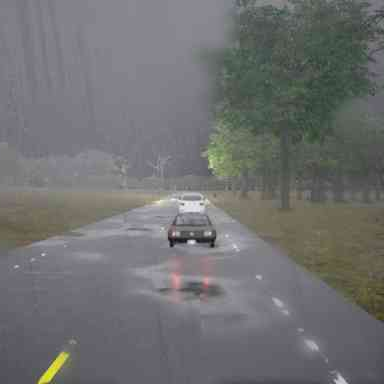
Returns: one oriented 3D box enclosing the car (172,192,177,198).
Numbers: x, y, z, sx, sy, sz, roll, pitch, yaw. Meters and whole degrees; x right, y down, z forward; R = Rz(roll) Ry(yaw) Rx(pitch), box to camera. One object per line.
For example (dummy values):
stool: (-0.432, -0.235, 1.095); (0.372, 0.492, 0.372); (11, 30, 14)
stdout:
car: (-3.499, 0.735, 75.929); (1.895, 1.301, 4.718); (0, 1, 0)

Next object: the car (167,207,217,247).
car: (0.001, 1.580, 14.683); (1.895, 1.301, 4.718); (0, 0, 0)

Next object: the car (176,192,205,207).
car: (0.001, 1.133, 29.680); (2.150, 2.045, 5.566); (0, 0, 0)
